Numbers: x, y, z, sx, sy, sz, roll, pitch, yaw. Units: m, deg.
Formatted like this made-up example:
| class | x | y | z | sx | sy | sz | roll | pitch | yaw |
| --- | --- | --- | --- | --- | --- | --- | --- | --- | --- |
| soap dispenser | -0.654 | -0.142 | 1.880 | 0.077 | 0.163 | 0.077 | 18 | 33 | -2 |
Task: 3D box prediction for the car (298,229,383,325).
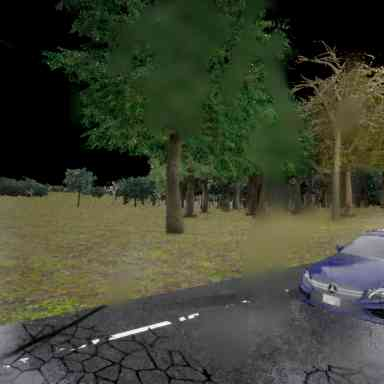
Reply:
| class | x | y | z | sx | sy | sz | roll | pitch | yaw |
| --- | --- | --- | --- | --- | --- | --- | --- | --- | --- |
| car | 4.195 | 1.526 | 6.844 | 4.674 | 1.442 | 1.812 | 0 | 0 | -36 |
